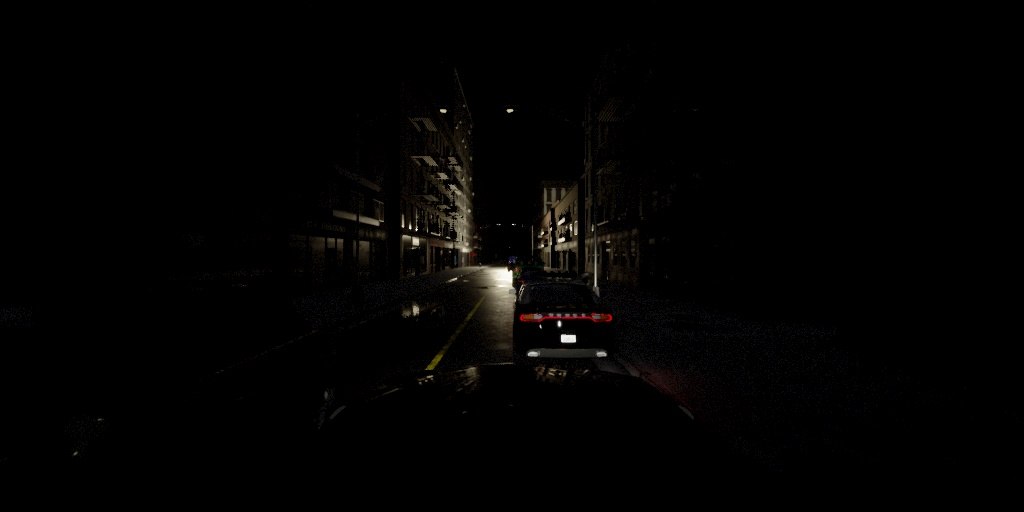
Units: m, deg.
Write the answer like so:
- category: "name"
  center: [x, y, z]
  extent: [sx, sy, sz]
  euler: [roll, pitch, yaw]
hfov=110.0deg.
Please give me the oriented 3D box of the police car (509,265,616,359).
- category: "police car"
  center: [0.963, 1.176, 8.569]
  extent: [1.930, 1.638, 5.238]
  euler: [0, 0, 0]

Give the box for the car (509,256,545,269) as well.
- category: "car"
  center: [1.089, 0.993, 24.490]
  extent: [2.150, 2.045, 5.566]
  euler: [0, 0, 0]

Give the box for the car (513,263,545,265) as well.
- category: "car"
  center: [1.041, 1.285, 18.460]
  extent: [1.812, 1.442, 4.674]
  euler: [0, 0, 0]

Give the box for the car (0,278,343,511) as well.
- category: "car"
  center: [-2.988, 1.102, 2.183]
  extent: [2.097, 1.767, 4.553]
  euler: [0, 0, 0]

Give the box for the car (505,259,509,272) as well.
- category: "car"
  center: [0.393, 1.437, 47.056]
  extent: [1.895, 1.301, 4.718]
  euler: [0, 0, 1]
